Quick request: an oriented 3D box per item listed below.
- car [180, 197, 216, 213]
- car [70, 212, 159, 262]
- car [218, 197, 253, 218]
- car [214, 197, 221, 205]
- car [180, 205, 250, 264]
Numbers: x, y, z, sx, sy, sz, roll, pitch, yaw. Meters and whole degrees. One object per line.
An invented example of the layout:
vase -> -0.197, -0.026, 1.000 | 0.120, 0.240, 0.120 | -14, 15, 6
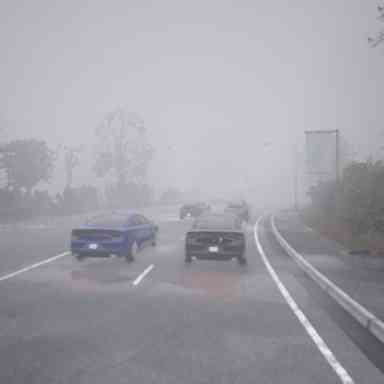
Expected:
car -> 0.369, 1.459, 27.678 | 1.837, 1.490, 4.892 | 0, 1, 15
car -> -2.567, 1.451, 12.184 | 1.882, 1.535, 5.008 | 0, 0, 8
car -> 3.788, 1.458, 26.931 | 2.128, 1.511, 4.902 | 0, 0, 15
car -> 4.213, 1.497, 56.776 | 1.895, 1.301, 4.718 | 0, 0, 29
car -> 0.936, 1.460, 11.896 | 1.882, 1.535, 5.008 | 0, 0, 7
